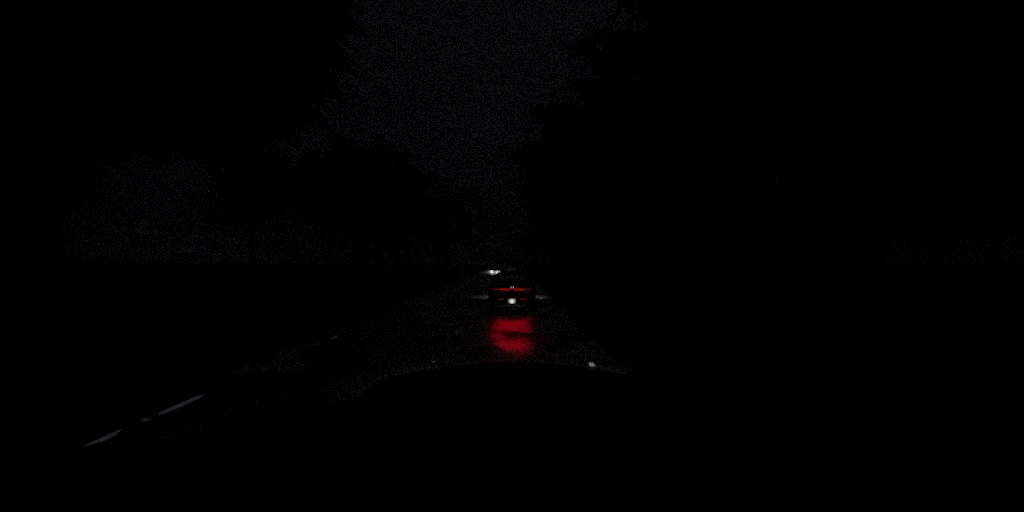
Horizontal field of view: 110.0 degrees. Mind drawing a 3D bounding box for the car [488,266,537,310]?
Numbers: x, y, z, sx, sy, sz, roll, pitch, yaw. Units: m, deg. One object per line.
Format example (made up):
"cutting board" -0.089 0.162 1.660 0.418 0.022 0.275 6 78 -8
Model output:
"car" 0.016 1.383 15.378 1.837 1.490 4.892 0 0 0
